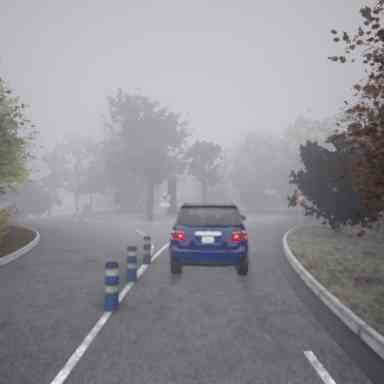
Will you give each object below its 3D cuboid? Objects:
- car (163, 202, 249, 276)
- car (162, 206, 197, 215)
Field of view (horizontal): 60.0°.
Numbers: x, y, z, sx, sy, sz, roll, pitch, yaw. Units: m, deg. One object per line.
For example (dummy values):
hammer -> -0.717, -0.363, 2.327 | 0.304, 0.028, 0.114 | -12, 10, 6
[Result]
car -> 0.614, 1.359, 10.937 | 2.150, 2.045, 5.566 | 0, -2, 5
car -> -1.989, 2.910, 53.864 | 5.357, 1.411, 2.033 | 0, -2, 7
